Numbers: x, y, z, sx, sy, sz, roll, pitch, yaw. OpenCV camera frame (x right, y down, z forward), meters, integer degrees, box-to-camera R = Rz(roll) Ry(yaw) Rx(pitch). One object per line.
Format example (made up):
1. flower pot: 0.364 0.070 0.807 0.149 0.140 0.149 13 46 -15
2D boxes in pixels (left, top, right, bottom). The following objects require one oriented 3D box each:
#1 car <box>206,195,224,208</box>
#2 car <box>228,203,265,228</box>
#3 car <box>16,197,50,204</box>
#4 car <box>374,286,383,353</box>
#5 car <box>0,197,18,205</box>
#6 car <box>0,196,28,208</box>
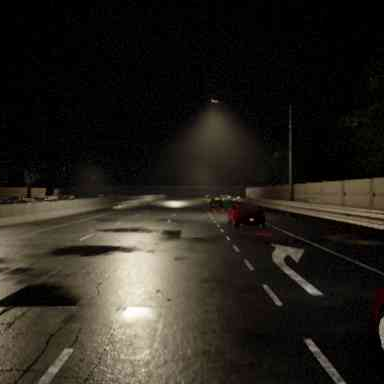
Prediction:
1. car: 3.530 1.515 48.318 2.128 1.511 4.902 0 0 0
2. car: 3.495 1.478 21.940 1.882 1.535 5.008 0 0 0
3. car: -17.573 1.554 38.299 2.033 1.411 5.357 0 0 0
4. car: 3.500 1.479 2.700 1.882 1.535 5.008 0 0 0
5. car: -21.066 1.500 38.895 2.128 1.511 4.902 0 0 0
6. car: -27.979 1.525 52.235 1.837 1.490 4.892 0 2 1
